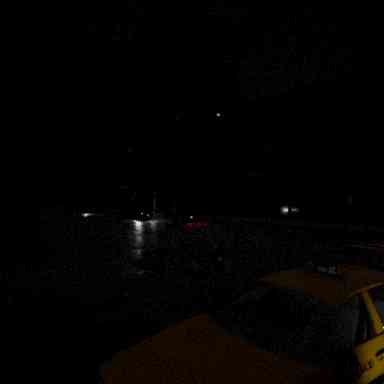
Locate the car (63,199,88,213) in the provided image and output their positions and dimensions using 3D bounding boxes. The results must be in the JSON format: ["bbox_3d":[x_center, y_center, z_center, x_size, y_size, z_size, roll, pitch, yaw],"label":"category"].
[{"bbox_3d":[-16.832,2.073,47.844,2.150,2.045,5.566,1,-2,-36],"label":"car"}]

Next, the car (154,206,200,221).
[{"bbox_3d":[-1.328,1.961,31.077,1.895,1.301,4.718,1,-2,-36],"label":"car"}]

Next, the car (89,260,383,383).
[{"bbox_3d":[1.295,1.512,3.713,4.829,1.417,1.752,0,1,-35],"label":"car"}]

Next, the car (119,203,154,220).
[{"bbox_3d":[-5.334,1.866,31.618,1.837,1.490,4.892,1,-2,-36],"label":"car"}]
